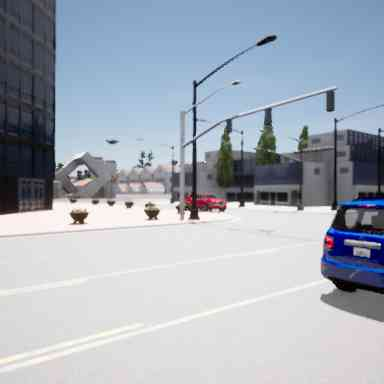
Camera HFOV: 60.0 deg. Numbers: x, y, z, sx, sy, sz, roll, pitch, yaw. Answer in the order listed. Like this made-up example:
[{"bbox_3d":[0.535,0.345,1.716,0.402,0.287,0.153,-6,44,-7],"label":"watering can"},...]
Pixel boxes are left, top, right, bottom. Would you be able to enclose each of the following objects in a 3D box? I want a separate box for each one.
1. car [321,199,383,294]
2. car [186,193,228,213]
[{"bbox_3d":[5.251,1.171,7.542,5.566,2.045,2.150,0,0,-35],"label":"car"},{"bbox_3d":[1.493,1.134,36.554,2.150,2.045,5.566,0,0,-35],"label":"car"}]
